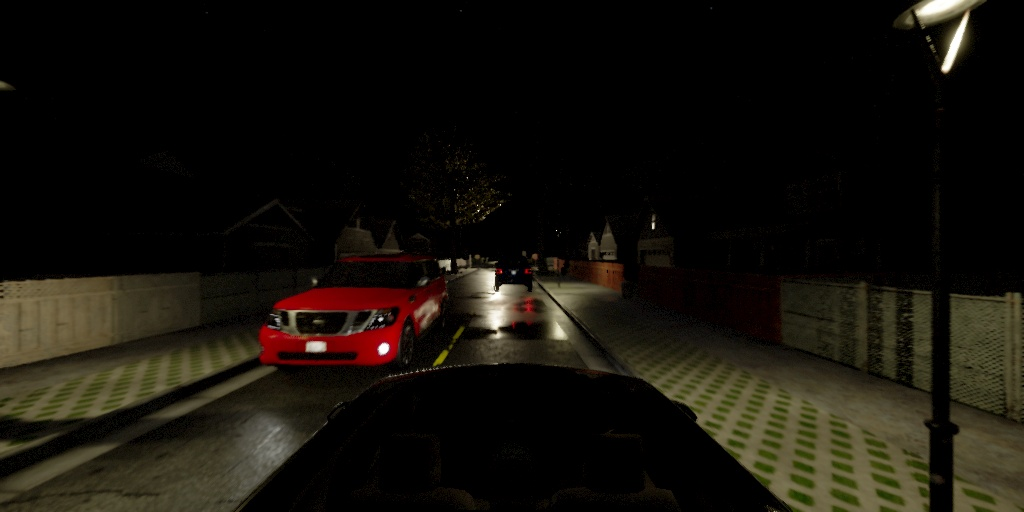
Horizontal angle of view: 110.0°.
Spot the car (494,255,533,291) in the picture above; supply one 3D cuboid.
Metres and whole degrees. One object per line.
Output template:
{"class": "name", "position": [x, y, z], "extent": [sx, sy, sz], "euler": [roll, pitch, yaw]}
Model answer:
{"class": "car", "position": [0.090, 0.981, 21.939], "extent": [2.150, 2.045, 5.566], "euler": [0, 0, 0]}

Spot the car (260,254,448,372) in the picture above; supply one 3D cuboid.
{"class": "car", "position": [-2.852, 0.973, 7.986], "extent": [2.150, 2.045, 5.566], "euler": [0, 0, 0]}
